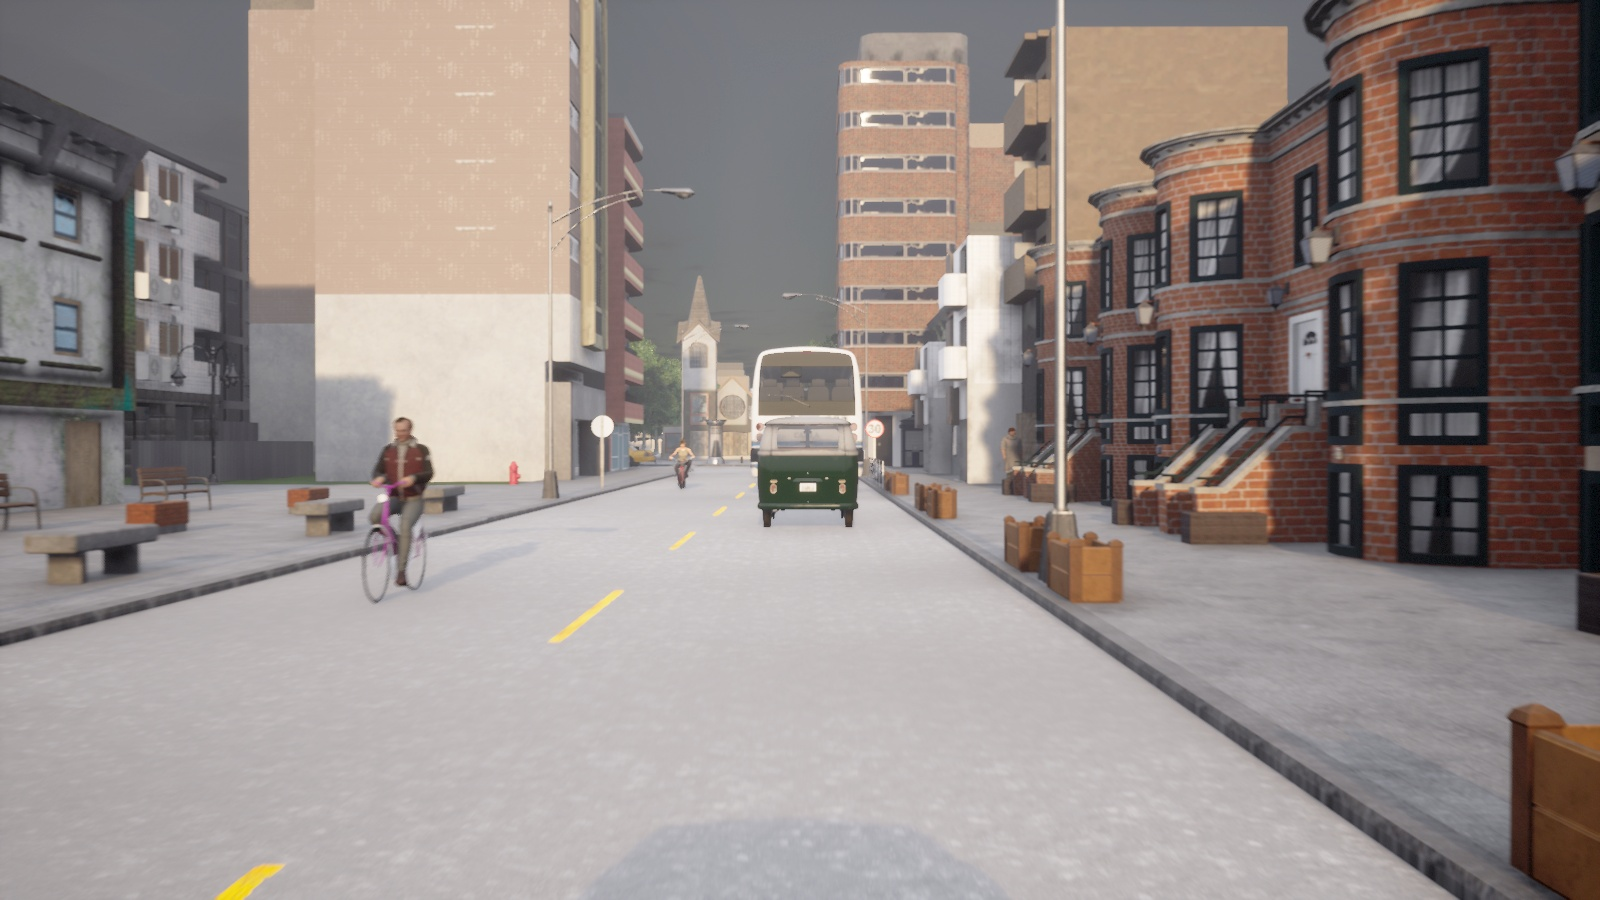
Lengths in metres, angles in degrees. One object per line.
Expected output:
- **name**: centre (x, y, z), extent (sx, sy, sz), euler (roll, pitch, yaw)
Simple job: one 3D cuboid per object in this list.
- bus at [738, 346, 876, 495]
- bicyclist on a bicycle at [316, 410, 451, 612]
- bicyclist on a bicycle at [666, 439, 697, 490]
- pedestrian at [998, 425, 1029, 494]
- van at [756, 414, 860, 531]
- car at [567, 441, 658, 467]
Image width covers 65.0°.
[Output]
- **bus**: centre (0.215, -0.860, 41.020), extent (3.944, 4.253, 10.273), euler (0, 0, 0)
- **bicyclist on a bicycle**: centre (-3.917, 0.546, 11.964), extent (0.659, 1.776, 1.843), euler (0, -1, 0)
- **bicyclist on a bicycle**: centre (-3.789, 0.454, 40.204), extent (0.866, 1.612, 1.509), euler (0, 0, 0)
- **pedestrian**: centre (6.116, 0.259, 35.996), extent (0.659, 1.952, 0.873), euler (0, 0, -4)
- **van**: centre (0.145, 0.367, 23.569), extent (1.775, 1.987, 4.442), euler (0, 0, 0)
- **car**: centre (-11.695, 0.235, 78.515), extent (5.366, 1.575, 1.801), euler (0, 0, 7)
